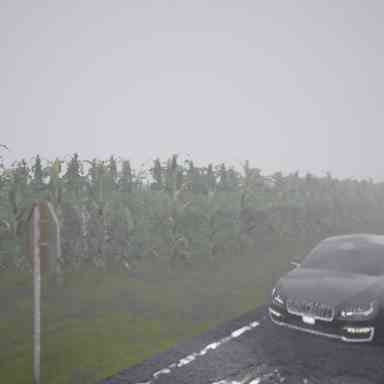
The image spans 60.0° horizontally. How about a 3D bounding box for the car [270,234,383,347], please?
[{"bbox_3d":[3.381,1.690,6.792,1.837,1.490,4.892,-4,-3,42],"label":"car"}]
